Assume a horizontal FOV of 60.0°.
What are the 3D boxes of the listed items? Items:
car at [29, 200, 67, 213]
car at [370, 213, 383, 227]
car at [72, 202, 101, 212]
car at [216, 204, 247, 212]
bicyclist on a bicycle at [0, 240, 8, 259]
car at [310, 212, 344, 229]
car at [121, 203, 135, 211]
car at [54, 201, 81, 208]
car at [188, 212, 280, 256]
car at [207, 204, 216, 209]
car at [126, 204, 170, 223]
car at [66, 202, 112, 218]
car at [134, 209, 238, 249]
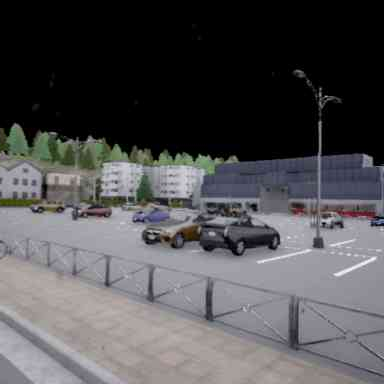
[{"bbox_3d":[-19.956,2.009,46.189,1.932,1.855,4.605,0,-2,42],"label":"car"},{"bbox_3d":[19.640,2.879,34.199,1.845,1.501,3.633,0,-2,42],"label":"car"},{"bbox_3d":[-18.409,2.608,58.259,2.007,1.523,4.514,0,-2,42],"label":"car"},{"bbox_3d":[5.945,2.649,46.763,1.932,1.855,4.605,0,-2,42],"label":"car"},{"bbox_3d":[-6.856,1.472,10.819,0.582,1.620,1.656,0,-2,42],"label":"bicyclist on a bicycle"},{"bbox_3d":[12.458,2.612,30.692,1.970,1.475,3.806,0,-2,42],"label":"car"},{"bbox_3d":[-10.968,2.803,61.034,1.970,1.475,3.806,0,-2,42],"label":"car"},{"bbox_3d":[-28.207,2.924,75.617,2.033,1.411,5.357,0,-2,42],"label":"car"},{"bbox_3d":[2.213,1.850,14.886,2.007,1.523,4.514,0,-2,42],"label":"car"},{"bbox_3d":[3.512,2.619,48.404,1.905,1.878,3.866,0,-2,42],"label":"car"},{"bbox_3d":[-3.804,2.154,30.579,1.845,1.501,3.633,0,-2,42],"label":"car"},{"bbox_3d":[-11.192,2.156,37.307,2.007,1.523,4.514,0,-2,42],"label":"car"},{"bbox_3d":[-0.151,1.846,16.949,2.152,1.636,5.027,0,-2,42],"label":"car"}]
